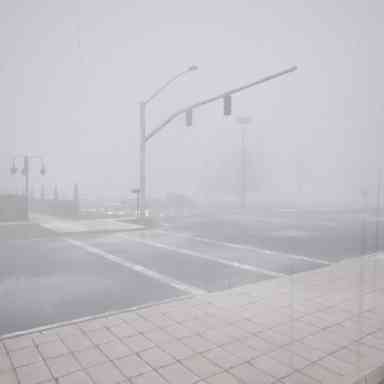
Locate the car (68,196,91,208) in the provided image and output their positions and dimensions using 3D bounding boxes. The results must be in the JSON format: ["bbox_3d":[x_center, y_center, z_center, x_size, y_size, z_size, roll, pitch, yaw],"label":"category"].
[{"bbox_3d":[-15.484,1.601,47.099,1.895,1.301,4.718,0,0,-36],"label":"car"}]

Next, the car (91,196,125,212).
[{"bbox_3d":[-10.077,1.526,39.694,1.812,1.442,4.674,0,0,-36],"label":"car"}]

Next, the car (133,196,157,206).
[{"bbox_3d":[-7.718,1.505,54.276,1.837,1.490,4.892,0,0,-36],"label":"car"}]

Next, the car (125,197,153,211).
[{"bbox_3d":[-7.496,1.547,42.092,2.033,1.411,5.357,0,0,-36],"label":"car"}]

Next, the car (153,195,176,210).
[{"bbox_3d":[-4.551,1.505,43.991,1.837,1.490,4.892,0,0,-36],"label":"car"}]

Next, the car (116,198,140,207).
[{"bbox_3d":[-9.968,1.601,51.414,1.895,1.301,4.718,0,0,-36],"label":"car"}]

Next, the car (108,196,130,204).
[{"bbox_3d":[-13.883,1.547,62.788,2.033,1.411,5.357,0,0,-36],"label":"car"}]

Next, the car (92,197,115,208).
[{"bbox_3d":[-13.404,1.505,50.189,1.837,1.490,4.892,0,0,-36],"label":"car"}]

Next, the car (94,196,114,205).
[{"bbox_3d":[-15.814,1.505,59.472,1.837,1.490,4.892,0,0,-36],"label":"car"}]

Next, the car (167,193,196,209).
[{"bbox_3d":[-1.732,1.221,46.069,2.150,2.045,5.566,0,0,-36],"label":"car"}]

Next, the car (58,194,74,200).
[{"bbox_3d":[-21.594,1.505,55.508,1.837,1.490,4.892,0,0,-36],"label":"car"}]

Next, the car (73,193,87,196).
[{"bbox_3d":[-19.693,1.221,58.855,2.150,2.045,5.566,0,0,-36],"label":"car"}]
